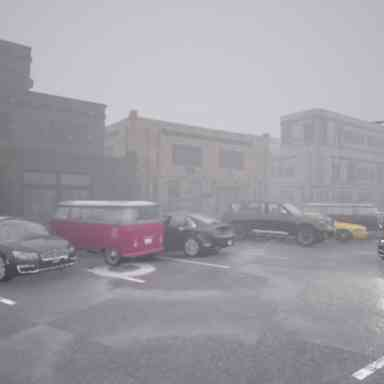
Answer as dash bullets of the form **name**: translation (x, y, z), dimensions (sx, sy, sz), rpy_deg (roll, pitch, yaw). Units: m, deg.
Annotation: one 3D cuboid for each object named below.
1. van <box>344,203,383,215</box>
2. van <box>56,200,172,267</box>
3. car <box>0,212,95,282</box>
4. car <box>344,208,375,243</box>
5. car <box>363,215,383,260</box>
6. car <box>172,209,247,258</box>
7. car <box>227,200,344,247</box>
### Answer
- **van**: translation (9.039, 1.653, 19.839), dimensions (4.442, 1.987, 1.878), rpy_deg (0, -2, 35)
- **van**: translation (-3.124, 1.279, 11.498), dimensions (4.442, 1.987, 1.878), rpy_deg (-1, -1, 35)
- **car**: translation (-5.415, 1.484, 9.741), dimensions (4.892, 1.521, 2.231), rpy_deg (-1, -1, 35)
- **car**: translation (6.690, 1.778, 18.101), dimensions (5.366, 1.575, 1.946), rpy_deg (0, -2, 35)
- **car**: translation (8.542, 1.723, 11.882), dimensions (4.902, 1.511, 2.128), rpy_deg (2, -1, -35)
- **car**: translation (-0.641, 1.545, 13.114), dimensions (4.892, 1.521, 2.231), rpy_deg (-1, -1, 35)
- **car**: translation (4.168, 1.436, 16.505), dimensions (5.566, 2.045, 2.435), rpy_deg (0, -2, 35)
